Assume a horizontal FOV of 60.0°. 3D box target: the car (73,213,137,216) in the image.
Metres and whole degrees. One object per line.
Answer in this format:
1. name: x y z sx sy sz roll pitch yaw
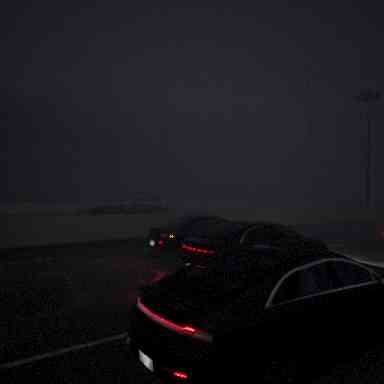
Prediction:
1. car: -5.768 1.606 21.363 5.357 1.411 2.033 1 0 -35

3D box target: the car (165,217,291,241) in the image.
1. car: 1.898 1.560 9.388 4.892 1.490 1.837 1 0 -35

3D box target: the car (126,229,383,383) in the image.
1. car: 1.501 1.523 4.810 4.902 1.511 2.128 1 0 -35

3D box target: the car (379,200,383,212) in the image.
1. car: 27.493 1.868 44.999 5.008 1.535 1.882 1 0 -35

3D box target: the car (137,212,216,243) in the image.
1. car: 0.513 1.587 12.701 4.674 1.442 1.812 1 0 -35

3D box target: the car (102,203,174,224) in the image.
1. car: -4.233 1.641 26.750 5.357 1.411 2.033 1 0 -35
